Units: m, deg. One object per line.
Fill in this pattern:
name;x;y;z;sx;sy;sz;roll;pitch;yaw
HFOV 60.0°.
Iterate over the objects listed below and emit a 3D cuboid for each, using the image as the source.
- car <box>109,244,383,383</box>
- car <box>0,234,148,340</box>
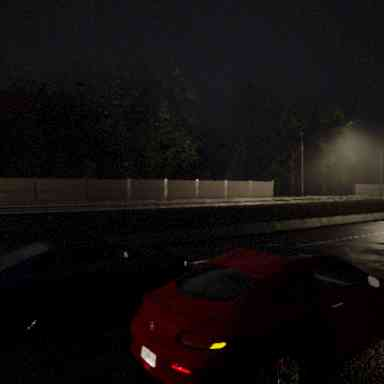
car;1.425;1.500;4.760;4.674;1.442;1.812;0;0;-35
car;-2.006;1.550;6.613;4.181;1.385;1.994;0;0;-35
